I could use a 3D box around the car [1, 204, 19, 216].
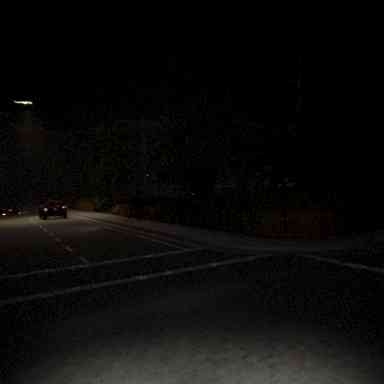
[{"bbox_3d":[-23.707,2.287,43.316,1.994,1.385,4.181,-3,0,-29],"label":"car"}]

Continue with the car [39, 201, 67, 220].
[{"bbox_3d":[-13.762,1.687,32.791,2.097,1.767,4.553,-3,0,-29],"label":"car"}]

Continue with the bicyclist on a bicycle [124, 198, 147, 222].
[{"bbox_3d":[-3.887,1.251,22.928,1.656,1.620,0.582,-3,0,-29],"label":"bicyclist on a bicycle"}]
